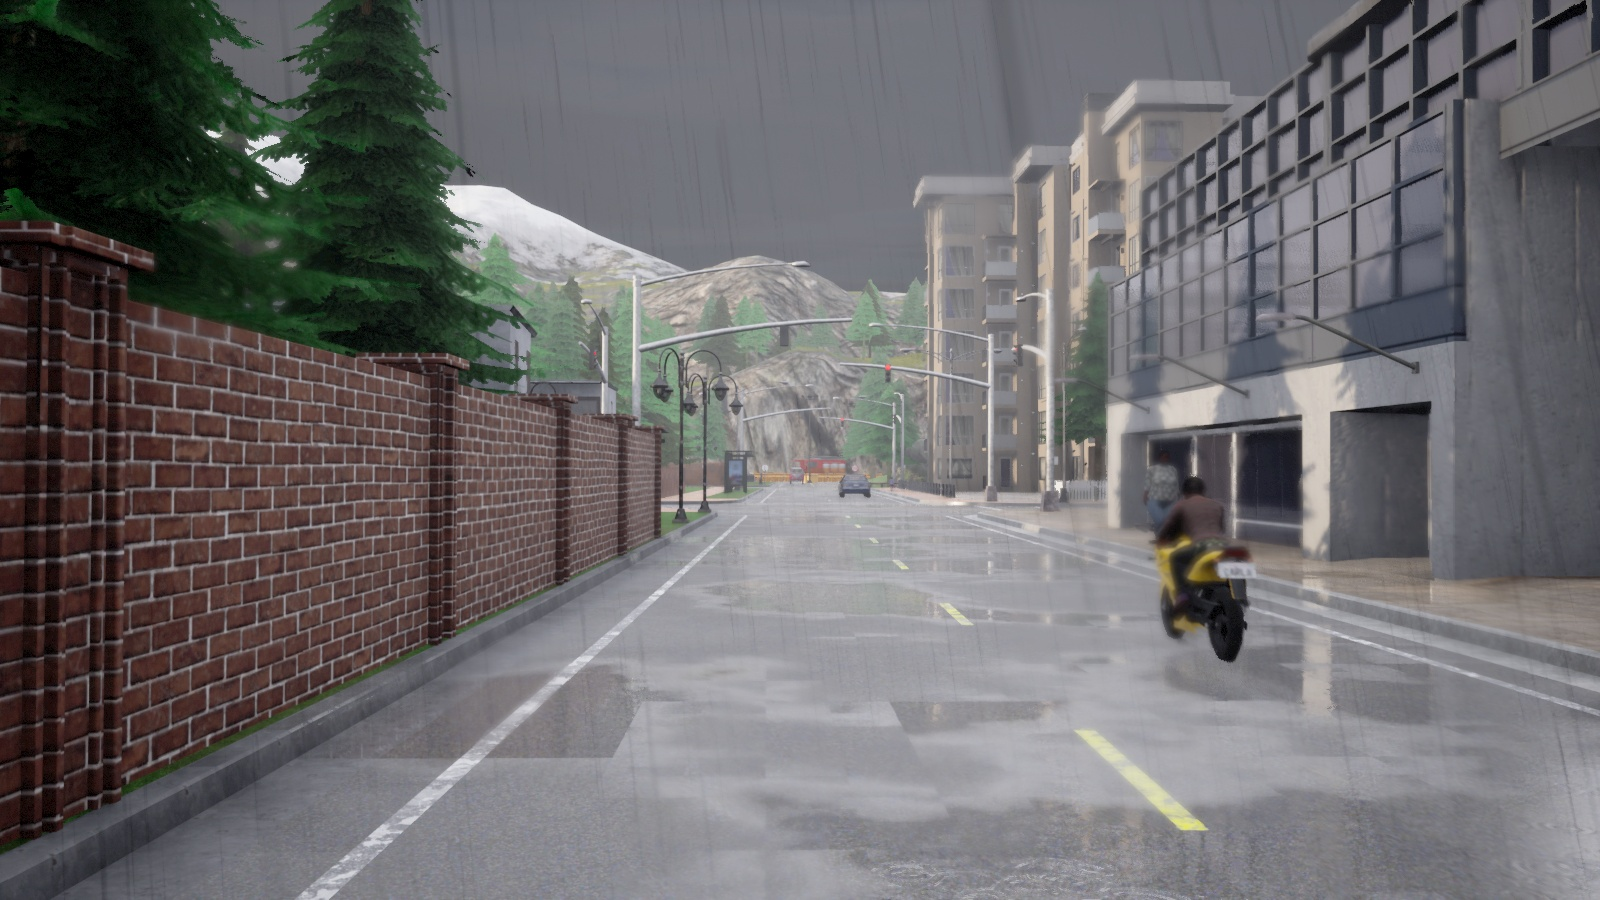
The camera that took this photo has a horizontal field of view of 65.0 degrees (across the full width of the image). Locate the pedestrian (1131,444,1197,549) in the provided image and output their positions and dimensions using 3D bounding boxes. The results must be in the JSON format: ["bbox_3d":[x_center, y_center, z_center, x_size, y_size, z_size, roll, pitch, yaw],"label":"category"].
[{"bbox_3d":[6.551,0.823,22.633,0.874,1.855,0.900,0,-1,-3],"label":"pedestrian"}]

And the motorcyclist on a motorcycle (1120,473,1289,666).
[{"bbox_3d":[3.474,0.967,11.001,0.797,1.523,2.044,0,-1,0],"label":"motorcyclist on a motorcycle"}]

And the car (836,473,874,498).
[{"bbox_3d":[3.320,2.133,76.568,2.033,1.411,5.357,0,-1,0],"label":"car"}]
